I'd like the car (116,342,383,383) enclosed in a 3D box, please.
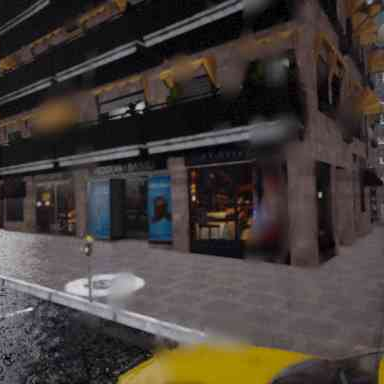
[{"bbox_3d":[1.392,1.524,1.759,4.829,1.417,1.752,0,-2,36],"label":"car"}]
